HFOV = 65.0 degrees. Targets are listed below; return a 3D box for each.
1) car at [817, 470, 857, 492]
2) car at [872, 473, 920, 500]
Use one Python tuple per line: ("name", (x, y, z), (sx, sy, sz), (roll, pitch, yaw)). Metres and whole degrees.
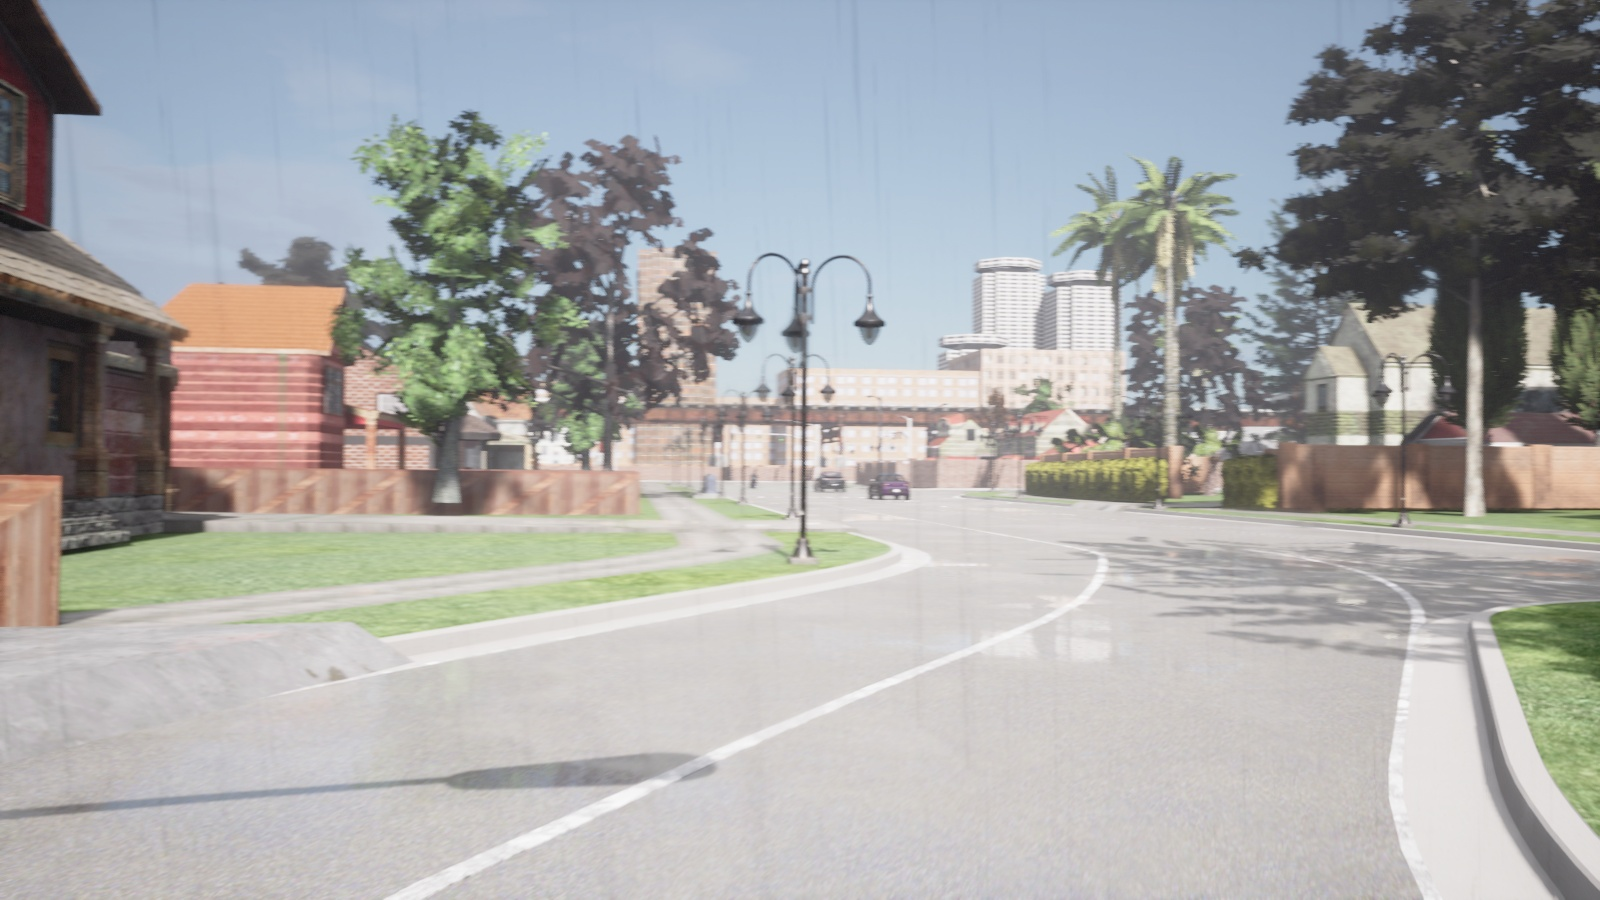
("car", (2.601, 2.246, 90.687), (2.128, 1.511, 4.902), (0, -1, -7))
("car", (5.325, 2.001, 70.003), (1.816, 1.474, 4.193), (0, -1, -7))
